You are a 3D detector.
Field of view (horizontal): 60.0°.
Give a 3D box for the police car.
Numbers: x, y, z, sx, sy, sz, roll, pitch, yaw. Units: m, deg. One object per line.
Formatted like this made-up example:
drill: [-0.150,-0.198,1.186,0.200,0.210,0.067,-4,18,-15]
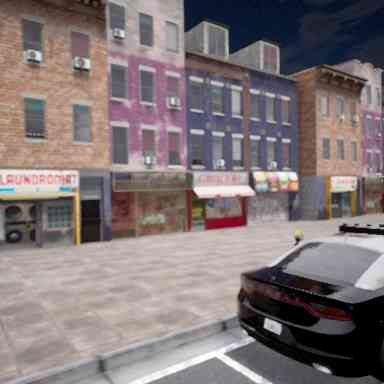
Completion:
police car: [3.061,1.353,5.445,5.238,1.638,1.930,-1,1,-35]
